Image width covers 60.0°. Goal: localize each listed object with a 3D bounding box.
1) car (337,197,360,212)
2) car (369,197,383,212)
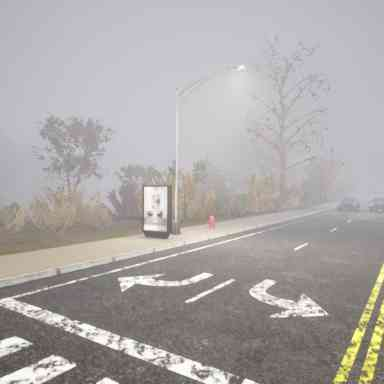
[{"bbox_3d":[18.736,1.385,39.706,2.097,1.767,4.553,0,0,31],"label":"car"},{"bbox_3d":[21.536,1.388,38.056,2.097,1.767,4.553,0,0,31],"label":"car"}]
